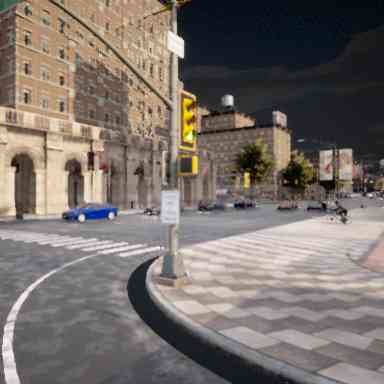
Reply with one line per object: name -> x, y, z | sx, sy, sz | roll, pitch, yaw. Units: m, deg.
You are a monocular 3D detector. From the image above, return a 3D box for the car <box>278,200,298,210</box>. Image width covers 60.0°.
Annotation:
car -> 13.905, 1.912, 48.060 | 1.994, 1.385, 4.181 | 0, 0, 34

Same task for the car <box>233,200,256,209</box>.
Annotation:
car -> 8.325, 1.960, 52.578 | 1.895, 1.301, 4.718 | 0, 0, 34

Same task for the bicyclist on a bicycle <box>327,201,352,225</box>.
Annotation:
bicyclist on a bicycle -> 10.404, 1.483, 23.494 | 1.656, 1.620, 0.582 | 0, -1, 34

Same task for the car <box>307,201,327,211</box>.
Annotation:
car -> 18.123, 1.924, 48.081 | 1.994, 1.385, 4.181 | 0, -1, 33

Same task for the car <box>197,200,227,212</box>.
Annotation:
car -> 2.795, 1.838, 44.357 | 2.033, 1.411, 5.357 | 0, 0, 34

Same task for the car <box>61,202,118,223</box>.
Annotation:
car -> -8.433, 1.629, 27.734 | 1.882, 1.535, 5.008 | 0, 0, 34

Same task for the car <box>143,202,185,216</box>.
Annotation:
car -> -2.884, 1.768, 35.946 | 2.033, 1.411, 5.357 | 0, 0, 34
